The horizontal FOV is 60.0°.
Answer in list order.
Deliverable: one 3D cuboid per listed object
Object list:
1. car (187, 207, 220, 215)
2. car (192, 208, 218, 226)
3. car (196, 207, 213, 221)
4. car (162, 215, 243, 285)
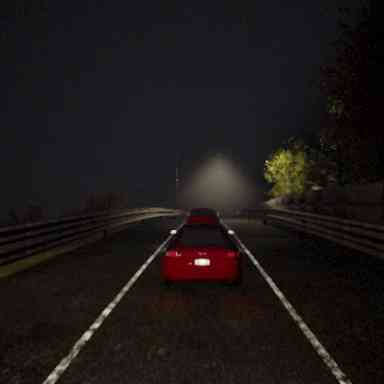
[{"bbox_3d":[0.689,1.702,20.433,1.882,1.535,5.008,0,-2,2],"label":"car"},{"bbox_3d":[1.102,2.054,28.427,2.033,1.411,5.357,0,-2,2],"label":"car"},{"bbox_3d":[1.510,2.530,38.869,1.882,1.535,5.008,0,-4,4],"label":"car"},{"bbox_3d":[0.302,1.595,9.640,1.994,1.385,4.181,0,0,2],"label":"car"}]
